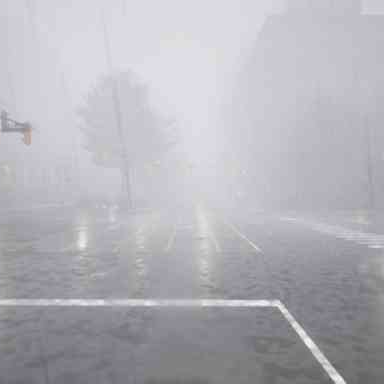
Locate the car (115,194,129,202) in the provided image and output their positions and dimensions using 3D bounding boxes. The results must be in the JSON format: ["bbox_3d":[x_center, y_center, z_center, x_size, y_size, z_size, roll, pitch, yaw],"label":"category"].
[{"bbox_3d":[-15.087,1.301,71.977,2.097,1.767,4.553,0,0,0],"label":"car"}]

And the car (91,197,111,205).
[{"bbox_3d":[-15.148,1.521,56.509,1.994,1.385,4.181,0,0,0],"label":"car"}]

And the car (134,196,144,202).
[{"bbox_3d":[-11.587,1.541,71.917,1.895,1.301,4.718,0,0,0],"label":"car"}]

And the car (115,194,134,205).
[{"bbox_3d":[-11.649,1.435,56.576,1.882,1.535,5.008,0,0,0],"label":"car"}]

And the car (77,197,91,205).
[{"bbox_3d":[-18.319,1.551,57.819,1.895,1.301,4.718,0,0,0],"label":"car"}]
